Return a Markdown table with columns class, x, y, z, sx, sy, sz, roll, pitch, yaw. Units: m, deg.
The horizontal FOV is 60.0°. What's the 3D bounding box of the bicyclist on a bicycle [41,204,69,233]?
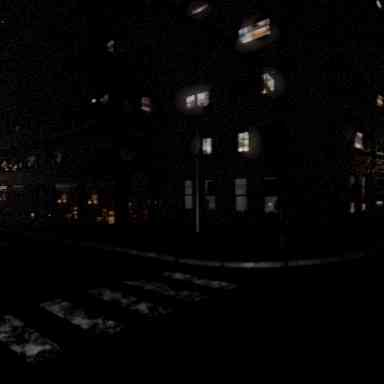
| class | x | y | z | sx | sy | sz | roll | pitch | yaw |
| --- | --- | --- | --- | --- | --- | --- | --- | --- | --- |
| bicyclist on a bicycle | -7.863 | 1.493 | 19.146 | 0.582 | 1.620 | 1.656 | -1 | 0 | 43 |
